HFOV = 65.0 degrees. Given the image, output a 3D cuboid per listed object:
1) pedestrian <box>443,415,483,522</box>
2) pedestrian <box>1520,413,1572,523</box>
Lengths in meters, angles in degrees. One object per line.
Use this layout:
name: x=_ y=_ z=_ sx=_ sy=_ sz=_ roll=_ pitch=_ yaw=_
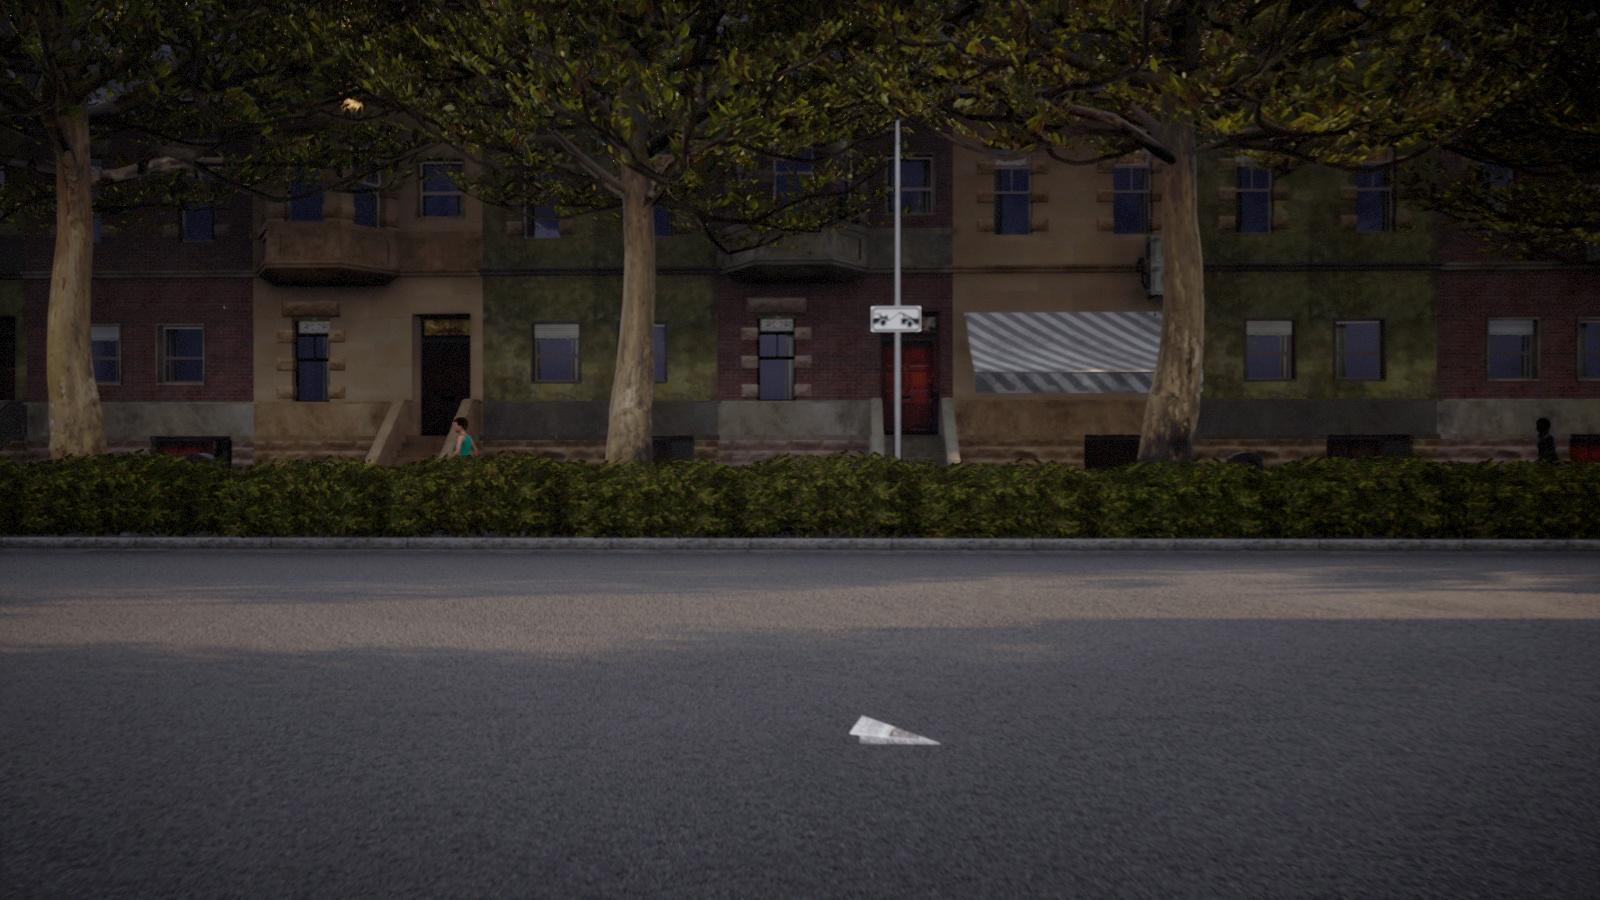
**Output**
pedestrian: x=-5.844 y=0.312 z=21.760 sx=0.594 sy=1.836 sz=0.345 roll=0 pitch=0 yaw=1
pedestrian: x=13.218 y=0.318 z=22.265 sx=0.692 sy=1.930 sz=0.395 roll=0 pitch=0 yaw=4
